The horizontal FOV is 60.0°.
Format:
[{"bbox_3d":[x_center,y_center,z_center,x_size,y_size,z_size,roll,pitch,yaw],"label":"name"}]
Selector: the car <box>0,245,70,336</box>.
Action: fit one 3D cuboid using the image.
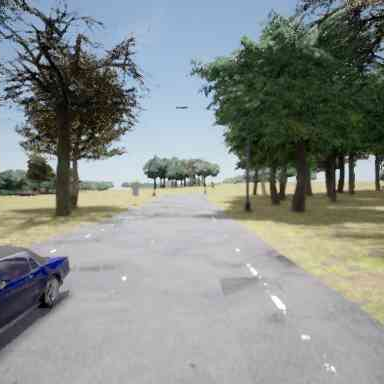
[{"bbox_3d":[-3.599,1.595,5.077,1.895,1.301,4.718,0,0,0],"label":"car"}]
